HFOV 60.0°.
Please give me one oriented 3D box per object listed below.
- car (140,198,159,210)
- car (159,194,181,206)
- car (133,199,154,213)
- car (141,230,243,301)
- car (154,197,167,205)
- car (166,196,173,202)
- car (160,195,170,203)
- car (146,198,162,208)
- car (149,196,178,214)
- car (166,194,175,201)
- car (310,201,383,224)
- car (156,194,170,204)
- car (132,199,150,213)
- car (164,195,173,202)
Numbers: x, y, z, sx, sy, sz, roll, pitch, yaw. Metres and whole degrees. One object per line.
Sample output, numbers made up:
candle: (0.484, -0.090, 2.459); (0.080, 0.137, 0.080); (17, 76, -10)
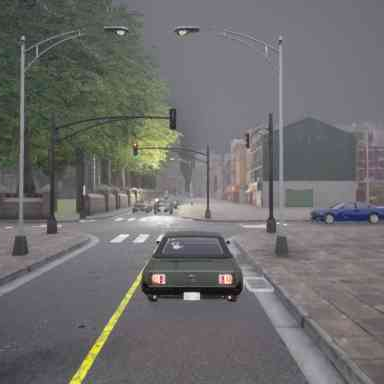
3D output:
car: (-5.543, 1.597, 44.016); (2.008, 1.369, 4.403); (1, 0, 0)
car: (-3.026, 1.401, 45.249); (2.097, 1.767, 4.553); (0, 0, 0)
car: (-5.552, 1.563, 38.854); (1.752, 1.417, 4.829); (1, 0, 0)
car: (0.027, 1.605, 8.256); (1.895, 1.301, 4.718); (0, 0, 1)
car: (-5.676, 1.670, 60.365); (1.802, 1.307, 4.206); (1, 0, 0)
car: (-5.895, 1.732, 87.446); (1.752, 1.417, 4.829); (1, 0, 0)
car: (-5.762, 1.568, 71.266); (1.967, 1.590, 4.097); (1, 0, 0)
car: (-5.587, 1.623, 49.466); (1.947, 1.339, 4.313); (1, 0, 0)
car: (-2.947, 1.523, 35.354); (2.128, 1.511, 4.902); (0, 0, 0)
car: (-5.937, 1.554, 93.068); (2.192, 1.841, 5.009); (1, 0, 0)
car: (10.943, 1.430, 23.544); (5.008, 1.535, 1.882); (-1, -1, 0)
car: (-5.715, 1.422, 65.816); (2.192, 1.841, 5.009); (1, 0, 0)
car: (-5.512, 1.585, 36.880); (2.008, 1.369, 4.403); (1, 0, 0)
car: (-5.851, 1.619, 82.166); (1.967, 1.590, 4.097); (1, 0, 0)
